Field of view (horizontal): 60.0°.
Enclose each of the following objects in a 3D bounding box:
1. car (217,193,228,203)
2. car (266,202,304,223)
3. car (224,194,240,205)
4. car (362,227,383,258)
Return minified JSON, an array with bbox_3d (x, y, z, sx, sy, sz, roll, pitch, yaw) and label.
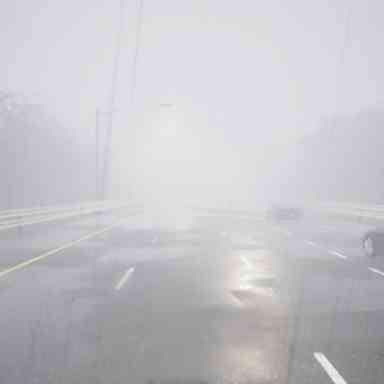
[{"bbox_3d":[7.214,1.595,73.370,1.812,1.442,4.674,0,0,0],"label":"car"},{"bbox_3d":[7.024,1.516,25.692,1.882,1.535,5.008,0,0,0],"label":"car"},{"bbox_3d":[7.143,1.589,58.027,1.812,1.442,4.674,0,0,0],"label":"car"},{"bbox_3d":[7.002,1.510,9.982,1.837,1.490,4.892,0,0,0],"label":"car"}]
